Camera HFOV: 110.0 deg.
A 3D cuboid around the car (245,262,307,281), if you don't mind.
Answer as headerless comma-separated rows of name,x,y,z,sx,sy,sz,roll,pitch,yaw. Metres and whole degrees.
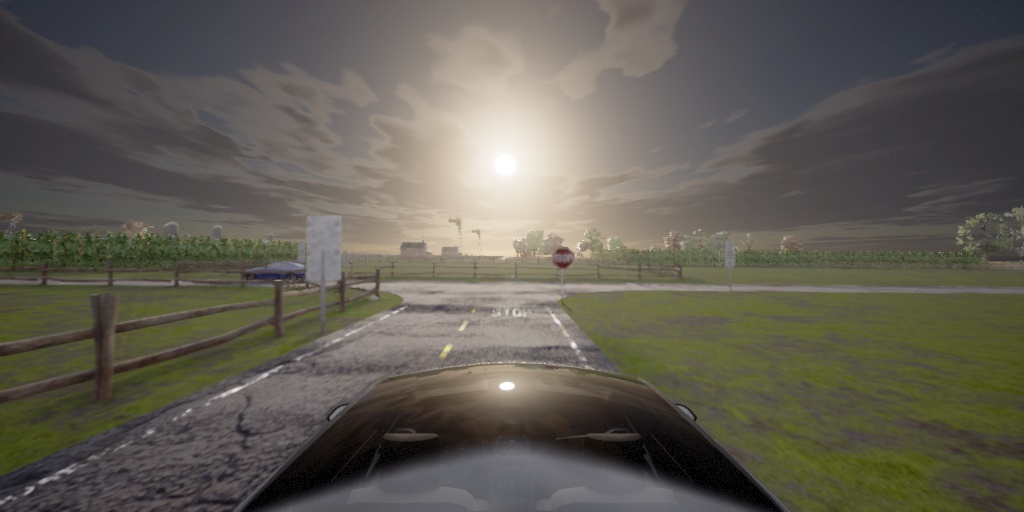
car,-16.664,1.115,25.972,4.674,1.442,1.812,1,-1,0
